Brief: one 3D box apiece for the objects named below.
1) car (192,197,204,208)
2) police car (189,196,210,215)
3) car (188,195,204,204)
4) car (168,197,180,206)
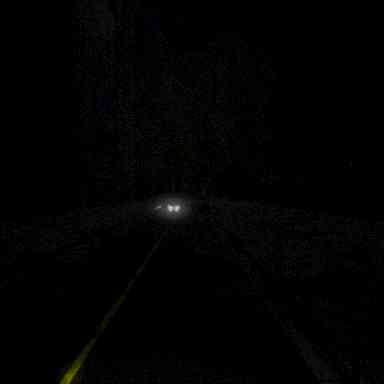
[{"bbox_3d":[0.876,1.628,52.239,1.801,1.575,5.366,0,0,0],"label":"car"},{"bbox_3d":[0.883,1.534,36.159,1.930,1.638,5.238,0,0,0],"label":"police car"},{"bbox_3d":[0.878,1.372,46.080,2.150,2.045,5.566,0,0,0],"label":"car"},{"bbox_3d":[-3.074,1.689,58.414,2.128,1.511,4.902,0,0,1],"label":"car"}]
